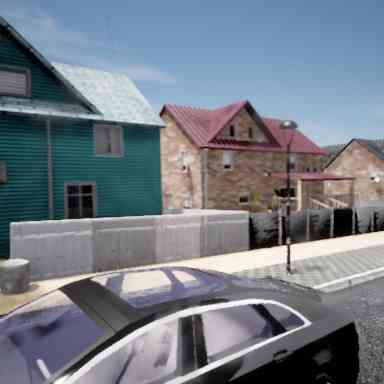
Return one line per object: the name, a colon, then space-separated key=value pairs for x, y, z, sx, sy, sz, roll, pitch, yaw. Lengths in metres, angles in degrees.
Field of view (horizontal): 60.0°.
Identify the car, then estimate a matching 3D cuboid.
car: x=-0.586 y=1.490 z=2.652 sx=4.902 sy=1.511 sz=2.128 roll=0 pitch=0 yaw=-36
